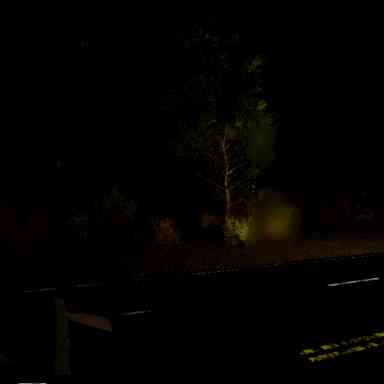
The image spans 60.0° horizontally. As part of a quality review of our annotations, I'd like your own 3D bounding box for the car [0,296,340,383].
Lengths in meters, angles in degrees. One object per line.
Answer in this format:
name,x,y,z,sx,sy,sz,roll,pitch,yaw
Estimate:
car,-1.159,1.511,2.041,4.892,1.490,1.837,0,0,-23
